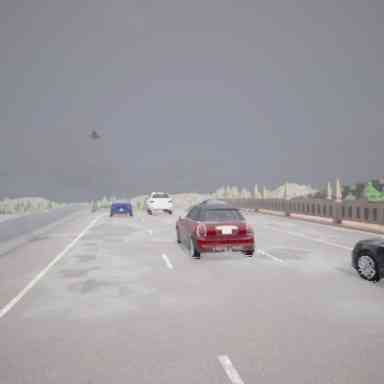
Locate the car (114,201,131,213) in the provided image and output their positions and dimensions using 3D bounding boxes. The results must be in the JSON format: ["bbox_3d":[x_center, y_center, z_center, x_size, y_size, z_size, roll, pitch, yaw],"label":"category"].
[{"bbox_3d":[-8.710,1.899,42.049,1.994,1.385,4.181,0,-4,-11],"label":"car"}]

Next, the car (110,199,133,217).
[{"bbox_3d":[-6.338,1.353,30.049,1.882,1.535,5.008,0,0,-11],"label":"car"}]

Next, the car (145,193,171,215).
[{"bbox_3d":[-3.311,1.105,32.766,2.150,2.045,5.566,0,-1,-11],"label":"car"}]

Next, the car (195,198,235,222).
[{"bbox_3d":[1.631,1.296,25.838,1.882,1.535,5.008,0,0,-11],"label":"car"}]

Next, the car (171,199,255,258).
[{"bbox_3d":[0.682,1.263,12.608,2.097,1.767,4.553,0,0,-11],"label":"car"}]

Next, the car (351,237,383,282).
[{"bbox_3d":[5.402,1.433,6.798,1.837,1.490,4.892,0,1,-11],"label":"car"}]
